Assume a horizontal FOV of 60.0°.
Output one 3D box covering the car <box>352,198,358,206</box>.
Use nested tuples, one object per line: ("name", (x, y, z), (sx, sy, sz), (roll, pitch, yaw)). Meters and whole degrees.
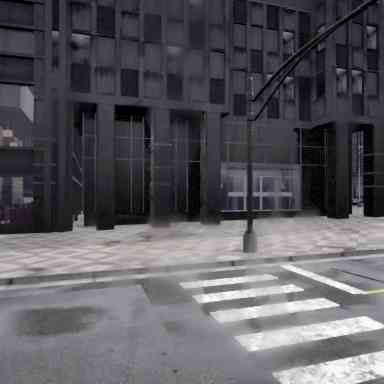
("car", (22.550, 1.339, 49.221), (1.994, 1.385, 4.181), (0, -1, -16))
